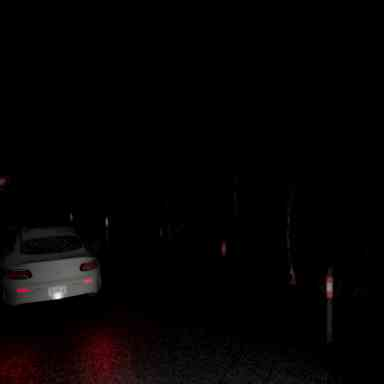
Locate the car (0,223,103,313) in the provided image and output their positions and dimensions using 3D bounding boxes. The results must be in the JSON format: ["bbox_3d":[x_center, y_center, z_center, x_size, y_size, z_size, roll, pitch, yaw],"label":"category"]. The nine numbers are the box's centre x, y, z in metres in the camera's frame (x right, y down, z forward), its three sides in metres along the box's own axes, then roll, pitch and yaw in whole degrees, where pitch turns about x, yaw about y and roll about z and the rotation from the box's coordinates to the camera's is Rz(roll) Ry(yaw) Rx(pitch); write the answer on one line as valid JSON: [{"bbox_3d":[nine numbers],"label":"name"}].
[{"bbox_3d":[-3.335,1.438,7.612,1.812,1.442,4.674,-2,2,-28],"label":"car"}]
